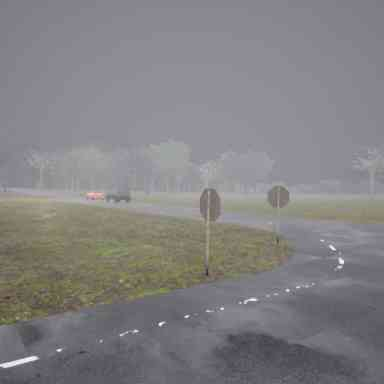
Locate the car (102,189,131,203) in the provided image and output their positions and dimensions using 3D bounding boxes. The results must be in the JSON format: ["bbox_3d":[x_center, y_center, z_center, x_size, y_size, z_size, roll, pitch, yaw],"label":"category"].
[{"bbox_3d":[-11.394,0.583,51.101,2.150,2.045,5.566,2,0,-35],"label":"car"}]

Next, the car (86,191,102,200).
[{"bbox_3d":[-17.382,0.513,59.553,2.097,1.767,4.553,2,0,-35],"label":"car"}]
